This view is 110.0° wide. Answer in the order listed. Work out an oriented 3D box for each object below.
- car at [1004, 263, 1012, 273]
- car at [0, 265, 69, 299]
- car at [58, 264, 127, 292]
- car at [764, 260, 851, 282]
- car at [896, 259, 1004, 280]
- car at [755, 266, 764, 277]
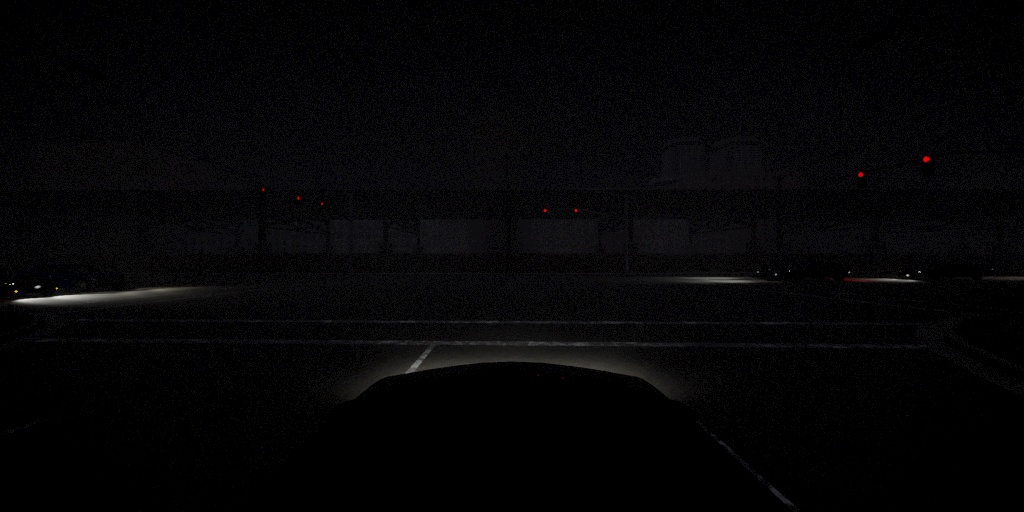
[{"bbox_3d":[37.623,0.919,29.659,5.357,1.411,2.033,-1,0,2],"label":"car"},{"bbox_3d":[-24.557,1.296,17.113,4.181,1.385,1.994,0,0,2],"label":"car"},{"bbox_3d":[-25.197,1.204,20.633,5.008,1.535,1.882,0,0,2],"label":"car"},{"bbox_3d":[22.060,1.070,26.566,4.902,1.511,2.128,-1,0,1],"label":"car"},{"bbox_3d":[31.768,1.010,26.315,5.357,1.411,2.033,-1,0,1],"label":"car"},{"bbox_3d":[23.117,1.056,30.046,4.902,1.511,2.128,-1,0,2],"label":"car"}]
